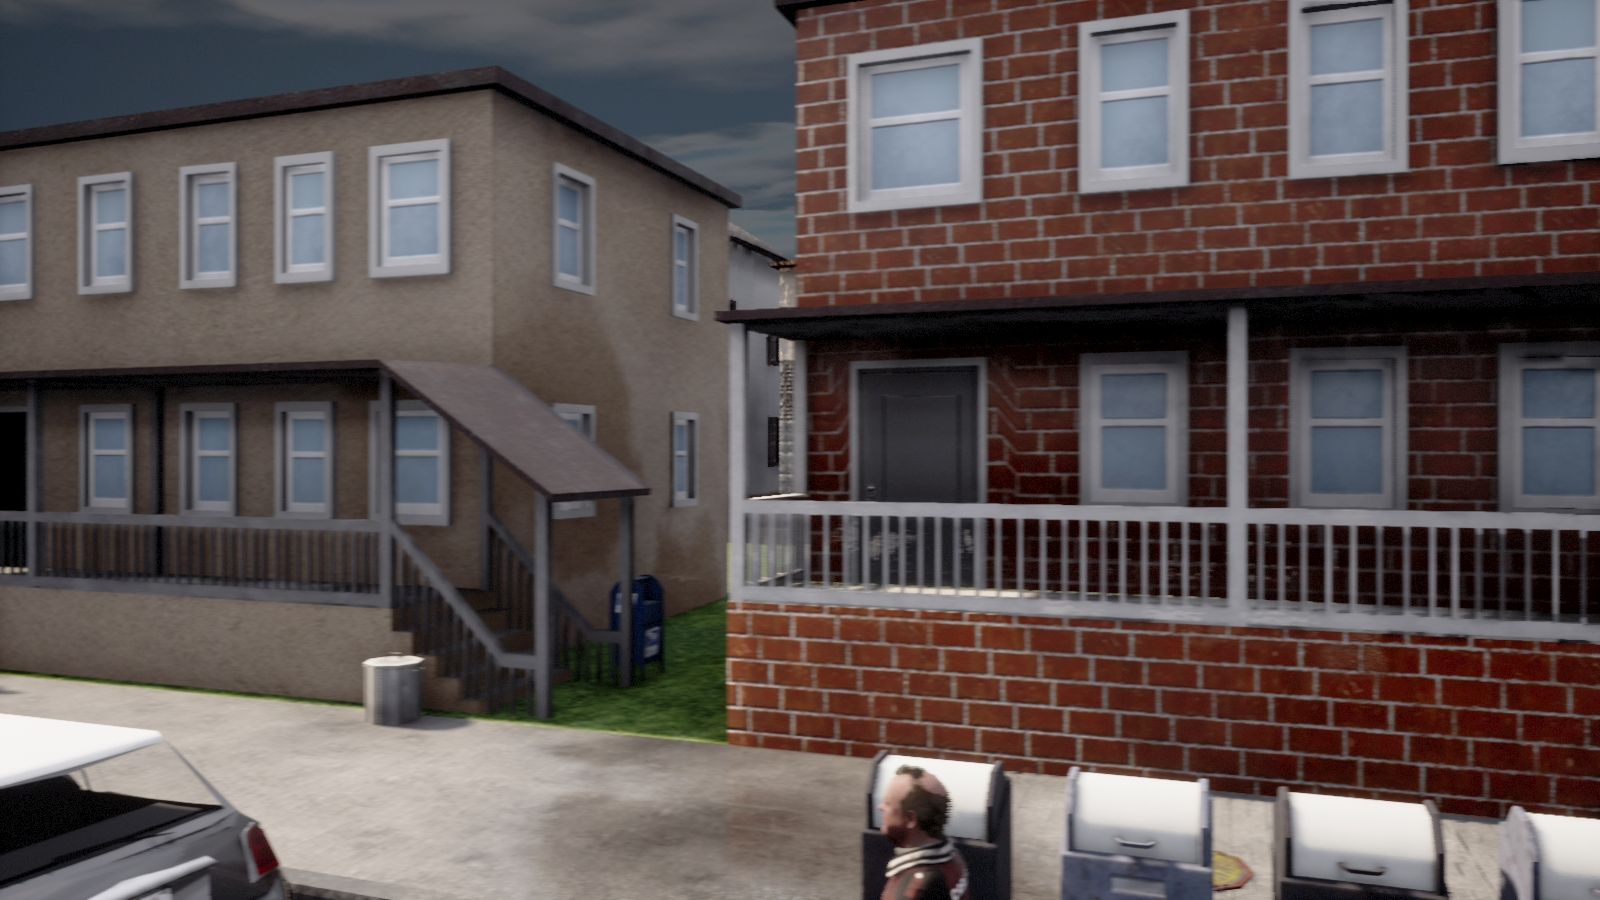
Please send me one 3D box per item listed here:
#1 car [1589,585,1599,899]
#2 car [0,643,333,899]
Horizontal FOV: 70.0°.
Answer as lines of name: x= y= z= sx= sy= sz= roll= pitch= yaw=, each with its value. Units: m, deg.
car: x=5.356 y=1.534 z=1.882 sx=6.274 sy=2.098 sz=2.390 roll=0 pitch=0 yaw=20
car: x=-4.467 y=1.845 z=5.456 sx=3.806 sy=1.475 sz=1.970 roll=0 pitch=0 yaw=20
